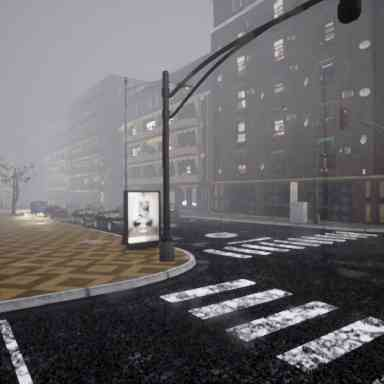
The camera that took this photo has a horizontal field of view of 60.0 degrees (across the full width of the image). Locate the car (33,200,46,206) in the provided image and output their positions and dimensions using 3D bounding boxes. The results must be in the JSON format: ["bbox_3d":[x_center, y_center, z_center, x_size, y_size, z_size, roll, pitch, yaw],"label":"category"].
[{"bbox_3d":[-37.771,2.796,82.297,1.887,1.381,4.507,-2,0,-36],"label":"car"}]

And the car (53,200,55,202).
[{"bbox_3d":[-31.246,2.527,73.272,1.967,1.590,4.097,-2,0,-36],"label":"car"}]

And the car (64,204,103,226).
[{"bbox_3d":[-8.761,1.968,27.673,2.008,1.369,4.403,-2,0,-36],"label":"car"}]

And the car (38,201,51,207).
[{"bbox_3d":[-34.506,2.735,77.784,1.947,1.339,4.313,-2,0,-36],"label":"car"}]

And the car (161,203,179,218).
[{"bbox_3d":[-3.075,1.823,34.548,1.967,1.590,4.097,-2,0,-36],"label":"car"}]

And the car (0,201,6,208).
[{"bbox_3d":[-44.561,2.861,77.386,1.887,1.381,4.507,-2,0,-36],"label":"car"}]

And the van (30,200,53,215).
[{"bbox_3d":[-19.755,2.034,43.038,1.690,1.788,3.998,-2,0,-36],"label":"van"}]

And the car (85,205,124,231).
[{"bbox_3d":[-5.497,1.887,23.160,2.008,1.369,4.403,-2,0,-36],"label":"car"}]

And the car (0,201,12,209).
[{"bbox_3d":[-38.033,2.703,68.361,2.008,1.369,4.403,-2,0,-36],"label":"car"}]

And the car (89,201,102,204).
[{"bbox_3d":[-14.922,2.117,50.713,1.967,1.590,4.097,-2,0,-36],"label":"car"}]

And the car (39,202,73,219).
[{"bbox_3d":[-14.837,2.114,36.150,1.887,1.381,4.507,-2,0,-36],"label":"car"}]

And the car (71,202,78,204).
[{"bbox_3d":[-21.450,2.423,59.735,1.802,1.307,4.206,-2,0,-36],"label":"car"}]
